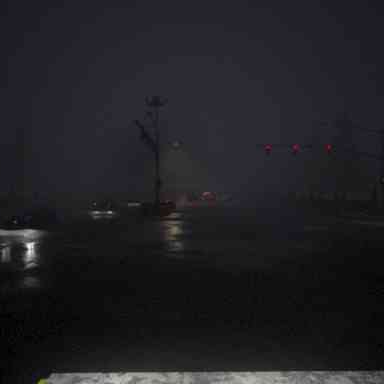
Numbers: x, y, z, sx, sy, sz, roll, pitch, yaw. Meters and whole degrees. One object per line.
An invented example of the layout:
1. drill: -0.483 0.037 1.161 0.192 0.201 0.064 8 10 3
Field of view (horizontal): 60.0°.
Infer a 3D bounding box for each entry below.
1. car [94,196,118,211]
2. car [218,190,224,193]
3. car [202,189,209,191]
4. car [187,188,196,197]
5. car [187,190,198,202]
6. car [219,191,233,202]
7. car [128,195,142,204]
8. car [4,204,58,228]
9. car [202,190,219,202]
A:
1. car: -10.555 1.352 41.022 2.097 1.767 4.553 0 0 0
2. car: 6.927 0.206 77.999 1.812 1.442 4.674 0 7 0
3. car: 3.427 0.039 77.970 2.097 1.767 4.553 0 7 0
4. car: -0.074 0.184 78.152 2.128 1.511 4.902 0 7 0
5. car: 0.077 0.926 66.679 2.097 1.767 4.553 0 3 0
6. car: 7.075 1.092 66.861 1.812 1.442 4.674 0 3 0
7. car: -10.556 1.343 62.069 2.033 1.411 5.357 0 2 0
8. car: -10.566 1.526 22.226 1.812 1.442 4.674 0 0 0
9. car: 3.573 1.064 66.758 2.128 1.511 4.902 0 3 0
